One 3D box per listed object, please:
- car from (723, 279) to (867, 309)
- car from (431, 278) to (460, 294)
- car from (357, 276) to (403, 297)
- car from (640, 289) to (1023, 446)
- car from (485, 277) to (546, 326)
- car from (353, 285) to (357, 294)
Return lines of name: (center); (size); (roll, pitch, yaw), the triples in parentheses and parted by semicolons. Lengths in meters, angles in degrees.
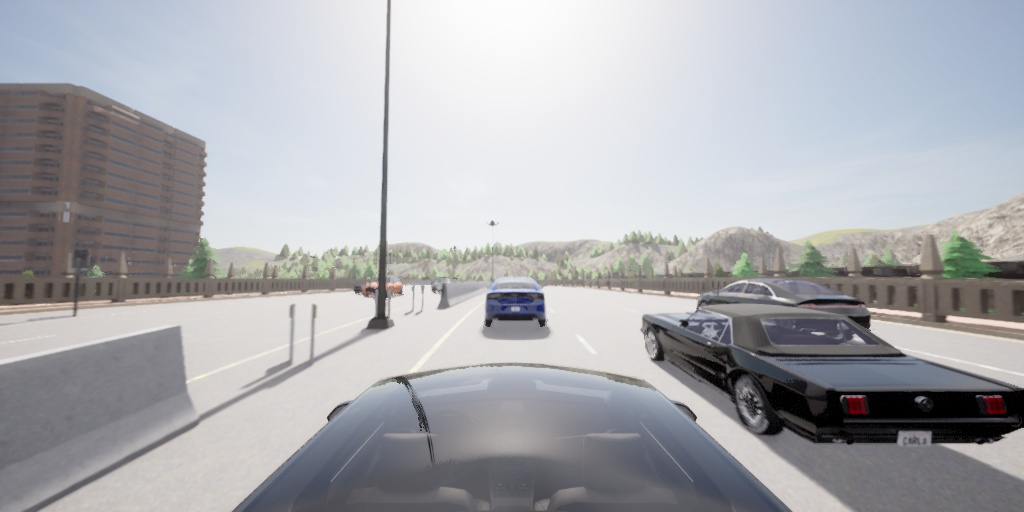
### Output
car: (7.103, 1.385, 10.089); (2.128, 1.511, 4.902); (0, -2, 0)
car: (-7.078, 3.106, 37.335); (2.128, 1.511, 4.902); (0, -4, 0)
car: (-10.585, 2.440, 29.627); (2.097, 1.767, 4.553); (0, -4, 0)
car: (3.601, 1.379, 5.427); (1.895, 1.301, 4.718); (0, -1, 0)
car: (0.104, 1.476, 12.721); (1.882, 1.535, 5.008); (0, -3, 0)
car: (-14.082, 3.117, 35.896); (1.895, 1.301, 4.718); (0, -4, 0)
